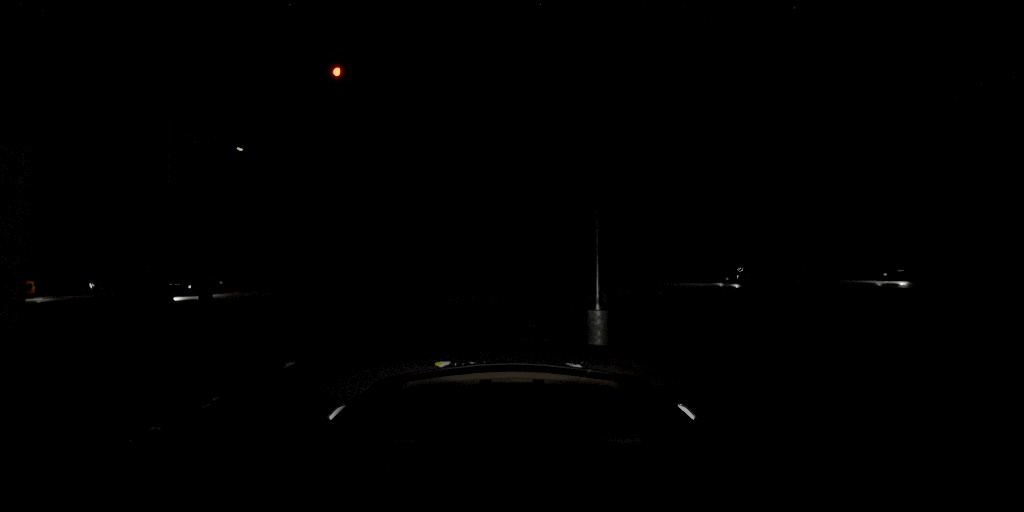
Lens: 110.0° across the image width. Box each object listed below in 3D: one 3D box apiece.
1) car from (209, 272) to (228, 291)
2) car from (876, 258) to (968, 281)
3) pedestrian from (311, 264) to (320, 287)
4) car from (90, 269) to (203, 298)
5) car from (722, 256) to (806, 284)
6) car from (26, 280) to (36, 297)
[{"bbox_3d":[-21.533,1.620,23.509,5.008,1.535,1.882,-1,-2,0],"label":"car"},{"bbox_3d":[26.704,0.882,23.391,4.674,1.442,1.812,-1,-2,1],"label":"car"},{"bbox_3d":[-15.057,1.465,27.397,0.375,1.860,0.375,0,-1,0],"label":"pedestrian"},{"bbox_3d":[-20.222,1.494,19.807,4.892,1.490,1.837,-1,-2,0],"label":"car"},{"bbox_3d":[16.284,0.875,23.421,4.553,1.767,2.097,-1,-2,0],"label":"car"},{"bbox_3d":[-29.647,1.581,19.834,5.008,1.535,1.882,-1,-2,0],"label":"car"}]
